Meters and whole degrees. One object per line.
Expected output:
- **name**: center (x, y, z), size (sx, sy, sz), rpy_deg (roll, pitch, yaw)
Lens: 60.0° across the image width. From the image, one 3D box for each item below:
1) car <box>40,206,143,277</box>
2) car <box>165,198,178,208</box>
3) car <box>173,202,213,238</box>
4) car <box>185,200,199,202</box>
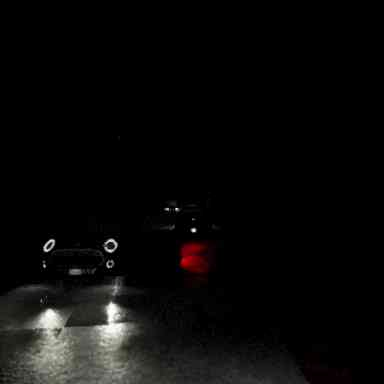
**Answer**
- **car**: center (-2.860, 1.367, 10.371), size (2.097, 1.767, 4.553), rpy_deg (0, 0, 0)
- **car**: center (-3.015, 1.719, 51.666), size (1.812, 1.442, 4.674), rpy_deg (0, -1, 0)
- **car**: center (0.077, 1.530, 17.879), size (1.837, 1.490, 4.892), rpy_deg (0, 0, 0)
- **car**: center (0.013, 1.549, 35.021), size (2.128, 1.511, 4.902), rpy_deg (0, 0, 0)
